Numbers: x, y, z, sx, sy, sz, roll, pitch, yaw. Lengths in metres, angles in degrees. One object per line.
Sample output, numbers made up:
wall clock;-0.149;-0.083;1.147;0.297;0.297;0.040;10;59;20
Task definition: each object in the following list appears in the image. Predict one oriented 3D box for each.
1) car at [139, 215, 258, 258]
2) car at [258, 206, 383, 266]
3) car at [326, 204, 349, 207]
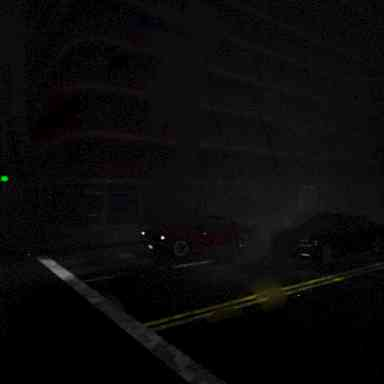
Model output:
car;0.379;1.596;12.871;4.718;1.301;1.895;0;0;-35
car;4.875;1.472;11.751;5.008;1.535;1.882;0;0;-35
car;8.035;1.469;18.309;5.008;1.535;1.882;0;0;-35
